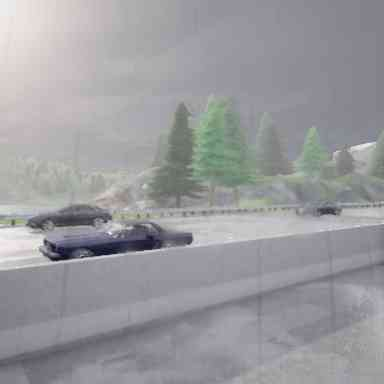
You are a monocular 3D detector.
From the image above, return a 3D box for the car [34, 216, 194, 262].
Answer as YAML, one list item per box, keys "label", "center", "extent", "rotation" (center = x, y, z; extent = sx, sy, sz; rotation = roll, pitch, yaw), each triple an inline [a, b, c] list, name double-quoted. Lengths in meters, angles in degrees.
- label: "car"
  center: [-2.356, 1.590, 10.906]
  extent: [4.718, 1.301, 1.895]
  rotation: [0, 0, -35]

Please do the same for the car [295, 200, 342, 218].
- label: "car"
  center: [11.055, 1.428, 28.925]
  extent: [4.902, 1.511, 2.128]
  rotation: [0, 0, -34]

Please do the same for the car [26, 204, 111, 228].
- label: "car"
  center: [-7.375, 1.490, 20.218]
  extent: [4.892, 1.490, 1.837]
  rotation: [0, 0, -35]
